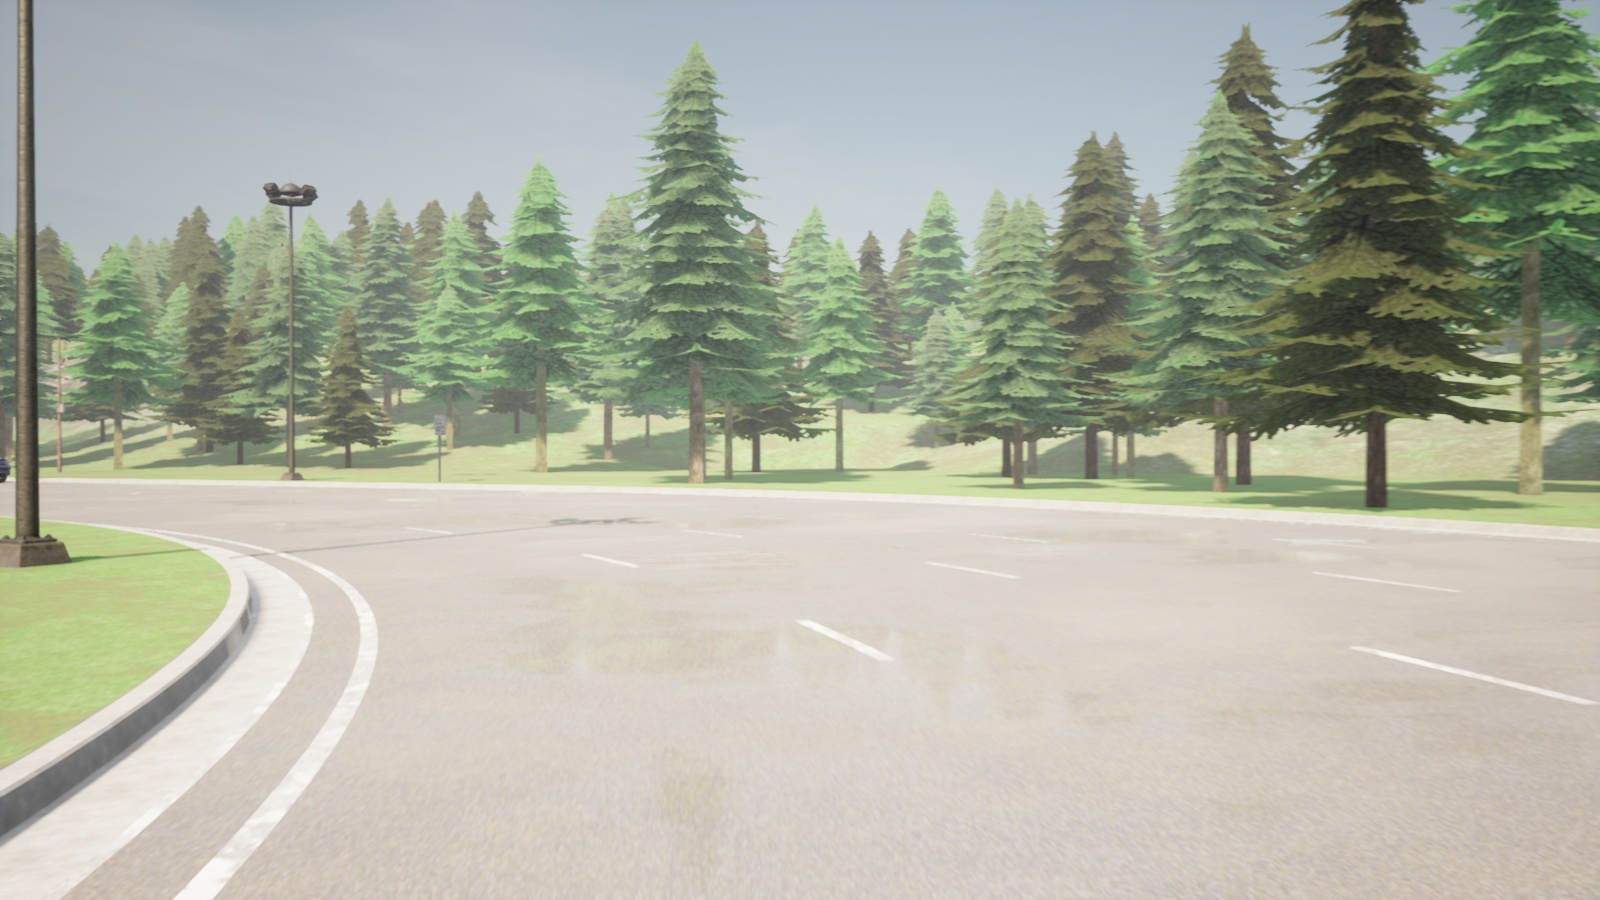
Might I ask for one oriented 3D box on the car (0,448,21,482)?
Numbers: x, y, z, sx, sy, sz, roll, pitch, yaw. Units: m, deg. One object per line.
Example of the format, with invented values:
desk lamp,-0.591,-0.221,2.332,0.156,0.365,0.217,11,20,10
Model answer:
car,-35.687,0.641,53.717,4.674,1.442,1.812,0,0,27
